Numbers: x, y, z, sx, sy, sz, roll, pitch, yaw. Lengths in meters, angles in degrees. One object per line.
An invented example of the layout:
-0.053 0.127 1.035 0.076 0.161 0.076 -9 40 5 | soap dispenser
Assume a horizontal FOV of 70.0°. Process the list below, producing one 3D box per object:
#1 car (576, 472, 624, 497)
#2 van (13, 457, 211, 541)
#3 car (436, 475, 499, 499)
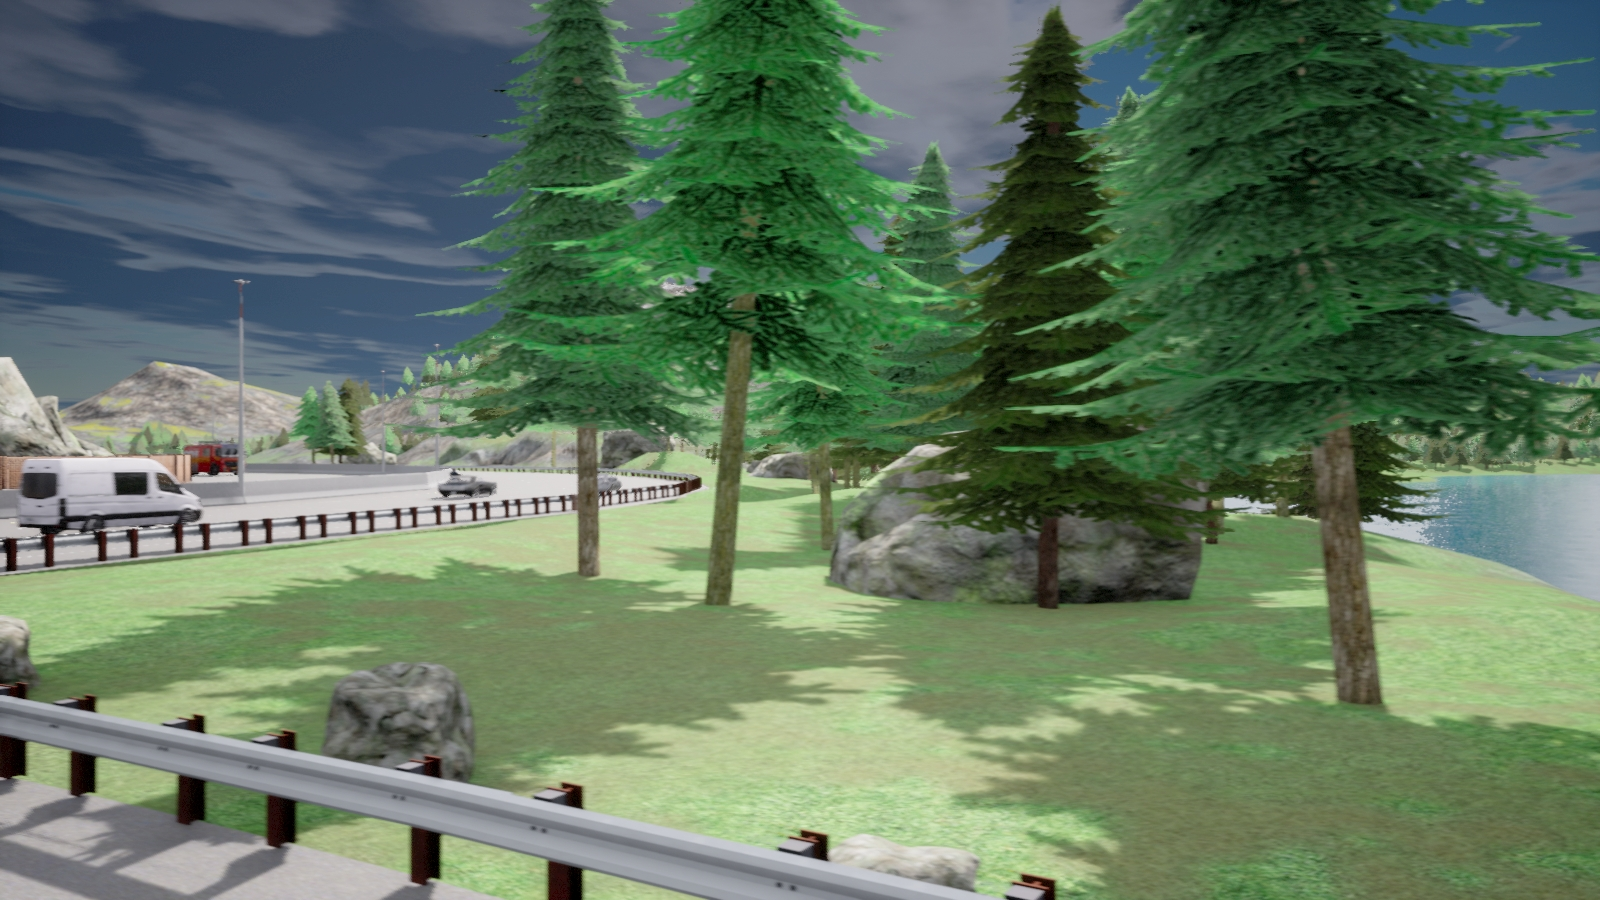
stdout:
-12.430 2.132 71.292 1.994 1.385 4.181 0 0 3 | car
-23.125 1.552 38.752 1.988 2.561 5.915 0 0 18 | van
-19.681 2.173 67.803 1.895 1.301 4.718 0 0 7 | car
